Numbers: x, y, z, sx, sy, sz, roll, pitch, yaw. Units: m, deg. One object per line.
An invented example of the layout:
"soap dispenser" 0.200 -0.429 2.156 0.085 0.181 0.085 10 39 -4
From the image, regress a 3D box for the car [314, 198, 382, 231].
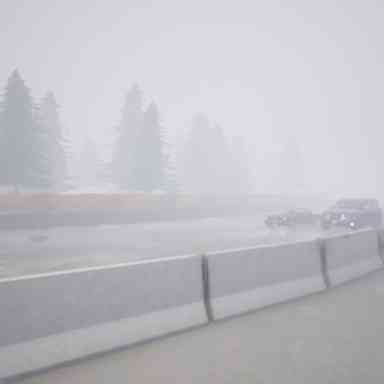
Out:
"car" 10.435 1.433 21.554 5.566 2.045 2.150 0 -1 -43

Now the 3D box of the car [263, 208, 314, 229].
"car" 7.043 1.788 23.220 4.718 1.301 1.895 0 -1 -42
